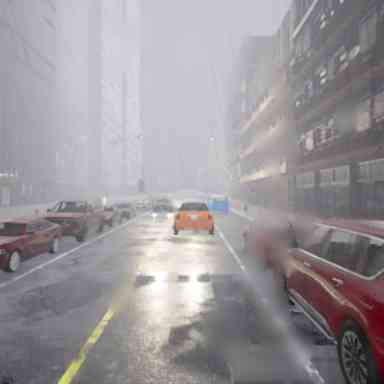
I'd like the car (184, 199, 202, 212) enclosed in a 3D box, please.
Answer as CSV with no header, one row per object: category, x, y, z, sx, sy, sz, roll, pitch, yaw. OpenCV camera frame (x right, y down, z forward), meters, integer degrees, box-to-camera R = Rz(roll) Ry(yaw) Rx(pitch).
car,0.100,1.467,38.482,1.895,1.301,4.718,0,0,0

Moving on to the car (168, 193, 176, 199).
car,-5.681,1.127,95.115,1.752,1.417,4.829,1,0,0

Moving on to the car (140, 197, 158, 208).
car,-5.683,1.424,44.470,1.802,1.307,4.206,1,0,0

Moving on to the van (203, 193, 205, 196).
van,2.700,1.184,44.494,1.690,1.788,3.998,1,0,0

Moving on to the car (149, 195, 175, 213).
car,-3.023,1.354,35.551,1.882,1.535,5.008,0,0,0

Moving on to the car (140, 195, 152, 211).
car,-5.683,1.415,38.824,2.008,1.369,4.403,1,0,0

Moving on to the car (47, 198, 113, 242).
car,-5.680,1.263,16.239,2.192,1.841,5.009,1,0,0

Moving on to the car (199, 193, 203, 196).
car,2.700,1.071,89.668,1.967,1.590,4.097,1,0,0

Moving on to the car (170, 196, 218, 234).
car,0.097,1.290,18.716,2.097,1.767,4.553,0,0,0

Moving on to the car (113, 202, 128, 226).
car,-5.683,1.509,21.885,1.802,1.307,4.206,1,0,0

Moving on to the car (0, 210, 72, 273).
car,-5.683,1.511,10.593,1.887,1.381,4.507,1,0,0

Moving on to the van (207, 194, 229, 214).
van,2.700,1.227,33.201,1.690,1.788,3.998,1,0,0

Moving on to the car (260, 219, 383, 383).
car,2.700,1.300,4.967,2.192,1.841,5.009,1,0,0

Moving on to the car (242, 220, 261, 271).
car,2.698,1.511,10.617,1.887,1.381,4.507,1,0,0

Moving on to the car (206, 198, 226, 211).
car,2.698,1.415,38.849,2.008,1.369,4.403,1,0,0

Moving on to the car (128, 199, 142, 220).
car,-5.683,1.473,27.532,1.947,1.339,4.313,1,0,0
